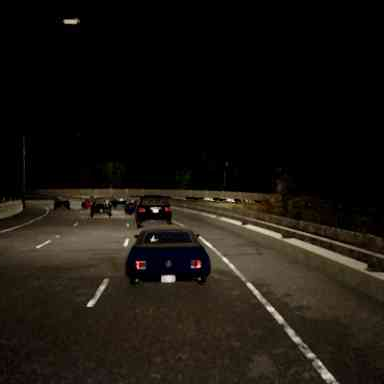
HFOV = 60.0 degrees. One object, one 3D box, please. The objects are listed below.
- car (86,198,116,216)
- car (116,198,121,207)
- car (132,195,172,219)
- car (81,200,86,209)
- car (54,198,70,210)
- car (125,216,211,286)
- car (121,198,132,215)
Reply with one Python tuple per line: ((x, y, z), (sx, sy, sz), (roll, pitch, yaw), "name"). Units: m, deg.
((-8.844, 1.483, 32.187), (2.128, 1.511, 4.902), (0, 0, -17), "car")
((-9.725, 1.479, 44.325), (2.128, 1.511, 4.902), (0, 0, -23), "car")
((-2.683, 1.215, 22.274), (2.150, 2.045, 5.566), (0, 0, -11), "car")
((-13.495, 1.554, 44.201), (1.994, 1.385, 4.181), (0, 0, -25), "car")
((-17.148, 1.482, 43.734), (2.128, 1.511, 4.902), (0, 0, -24), "car")
((-0.705, 1.598, 9.441), (1.895, 1.301, 4.718), (0, 0, -5), "car")
((-5.803, 1.555, 34.135), (1.994, 1.385, 4.181), (0, 0, -18), "car")
